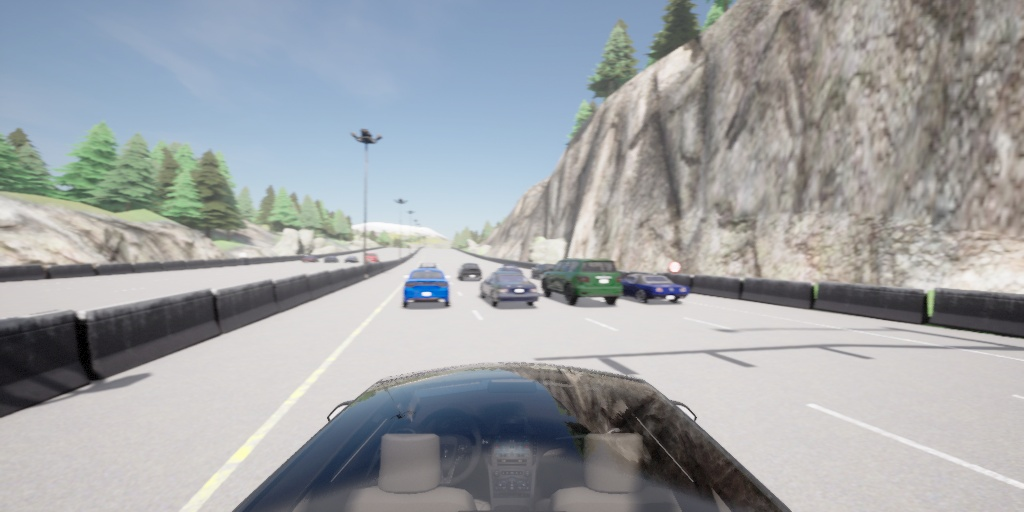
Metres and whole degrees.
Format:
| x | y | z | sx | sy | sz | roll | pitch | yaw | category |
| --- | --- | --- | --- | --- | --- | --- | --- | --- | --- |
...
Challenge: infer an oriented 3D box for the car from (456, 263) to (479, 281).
| x | y | z | sx | sy | sz | roll | pitch | yaw | category |
| --- | --- | --- | --- | --- | --- | --- | --- | --- | --- |
| -3.726 | 1.345 | 31.271 | 1.837 | 1.490 | 4.892 | 1 | 0 | -13 | car |

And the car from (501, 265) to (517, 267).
| x | y | z | sx | sy | sz | roll | pitch | yaw | category |
| --- | --- | --- | --- | --- | --- | --- | --- | --- | --- |
| -0.323 | 1.451 | 32.093 | 1.994 | 1.385 | 4.181 | 1 | 0 | -13 | car |

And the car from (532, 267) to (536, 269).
| x | y | z | sx | sy | sz | roll | pitch | yaw | category |
| --- | --- | --- | --- | --- | --- | --- | --- | --- | --- |
| 3.096 | 1.444 | 32.837 | 1.837 | 1.490 | 4.892 | 1 | 0 | -13 | car |

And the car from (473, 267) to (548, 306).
| x | y | z | sx | sy | sz | roll | pitch | yaw | category |
| --- | --- | --- | --- | --- | --- | --- | --- | --- | --- |
| -0.283 | 1.402 | 16.358 | 2.033 | 1.411 | 5.357 | 1 | 0 | -13 | car |

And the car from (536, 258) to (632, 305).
| x | y | z | sx | sy | sz | roll | pitch | yaw | category |
| --- | --- | --- | --- | --- | --- | --- | --- | --- | --- |
| 3.126 | 1.121 | 17.170 | 2.150 | 2.045 | 5.566 | 1 | 0 | -13 | car |

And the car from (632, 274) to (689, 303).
| x | y | z | sx | sy | sz | roll | pitch | yaw | category |
| --- | --- | --- | --- | --- | --- | --- | --- | --- | --- |
| 6.510 | 1.555 | 18.049 | 1.895 | 1.301 | 4.718 | 1 | 0 | -13 | car |

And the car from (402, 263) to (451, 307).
| x | y | z | sx | sy | sz | roll | pitch | yaw | category |
| --- | --- | --- | --- | --- | --- | --- | --- | --- | --- |
| -3.797 | 1.284 | 16.054 | 1.882 | 1.535 | 5.008 | 1 | 0 | -13 | car |
